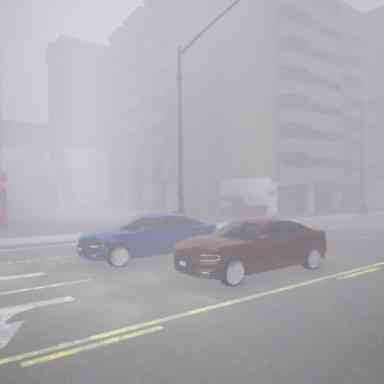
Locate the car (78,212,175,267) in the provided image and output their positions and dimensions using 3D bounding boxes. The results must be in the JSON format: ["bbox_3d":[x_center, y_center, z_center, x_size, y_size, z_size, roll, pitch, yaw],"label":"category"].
[{"bbox_3d":[-1.361,1.478,11.572,5.008,1.535,1.882,0,0,-35],"label":"car"}]

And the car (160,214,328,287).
[{"bbox_3d":[1.816,1.478,9.535,5.008,1.535,1.882,0,0,-35],"label":"car"}]
